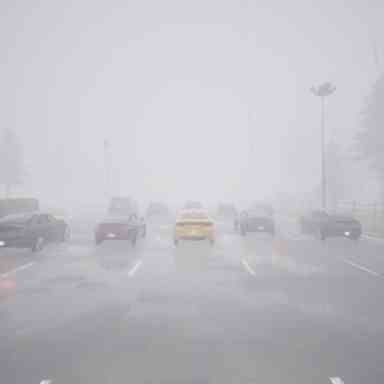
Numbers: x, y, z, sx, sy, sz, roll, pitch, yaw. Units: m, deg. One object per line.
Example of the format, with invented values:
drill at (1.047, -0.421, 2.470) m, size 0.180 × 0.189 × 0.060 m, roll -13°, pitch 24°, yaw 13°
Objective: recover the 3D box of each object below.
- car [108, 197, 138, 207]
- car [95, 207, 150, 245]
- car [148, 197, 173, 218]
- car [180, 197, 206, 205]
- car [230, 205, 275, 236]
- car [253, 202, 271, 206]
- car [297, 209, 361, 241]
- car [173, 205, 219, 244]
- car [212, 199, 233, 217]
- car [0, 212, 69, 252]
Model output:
car at (-6.901, 1.523, 33.576) m, size 2.150 × 2.045 × 5.566 m, roll 0°, pitch -1°, yaw 0°
car at (-3.414, 1.673, 16.367) m, size 1.812 × 1.442 × 4.674 m, roll 0°, pitch 0°, yaw 0°
car at (-3.402, 1.658, 34.077) m, size 2.097 × 1.767 × 4.553 m, roll 0°, pitch -1°, yaw 0°
car at (0.098, 1.658, 34.093) m, size 2.097 × 1.767 × 4.553 m, roll 0°, pitch -1°, yaw 0°
car at (3.584, 1.702, 19.561) m, size 1.812 × 1.442 × 4.674 m, roll 0°, pitch 0°, yaw 0°
car at (7.098, 1.814, 34.433) m, size 1.837 × 1.490 × 4.892 m, roll 0°, pitch 0°, yaw 0°
car at (7.099, 1.664, 17.636) m, size 1.837 × 1.490 × 4.892 m, roll 0°, pitch -1°, yaw 0°
car at (0.098, 1.630, 16.879) m, size 1.882 × 1.535 × 5.008 m, roll 0°, pitch -1°, yaw 0°
car at (3.598, 1.800, 35.933) m, size 1.882 × 1.535 × 5.008 m, roll 0°, pitch -1°, yaw 0°
car at (-6.933, 1.636, 14.503) m, size 1.837 × 1.490 × 4.892 m, roll 0°, pitch -1°, yaw -1°
